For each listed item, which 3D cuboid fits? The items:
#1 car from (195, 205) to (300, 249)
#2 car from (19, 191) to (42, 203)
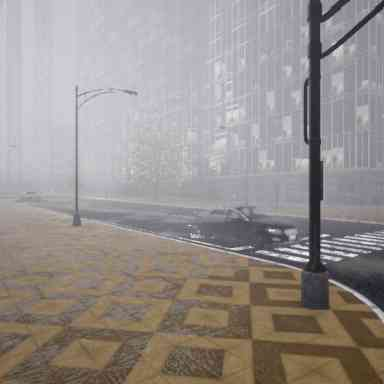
[{"bbox_3d":[2.138,1.329,13.968,2.128,1.511,4.902,0,1,-38],"label":"car"},{"bbox_3d":[-21.467,0.606,44.180,1.812,1.442,4.674,0,1,-38],"label":"car"}]
